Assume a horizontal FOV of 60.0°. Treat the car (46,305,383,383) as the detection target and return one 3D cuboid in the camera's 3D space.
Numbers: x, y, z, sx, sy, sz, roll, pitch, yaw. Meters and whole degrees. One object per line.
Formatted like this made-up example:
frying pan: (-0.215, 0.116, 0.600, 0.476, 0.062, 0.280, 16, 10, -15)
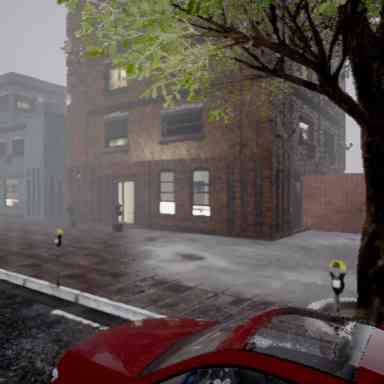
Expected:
car: (0.630, 1.579, 2.424, 4.206, 1.307, 1.802, 0, 0, 36)
